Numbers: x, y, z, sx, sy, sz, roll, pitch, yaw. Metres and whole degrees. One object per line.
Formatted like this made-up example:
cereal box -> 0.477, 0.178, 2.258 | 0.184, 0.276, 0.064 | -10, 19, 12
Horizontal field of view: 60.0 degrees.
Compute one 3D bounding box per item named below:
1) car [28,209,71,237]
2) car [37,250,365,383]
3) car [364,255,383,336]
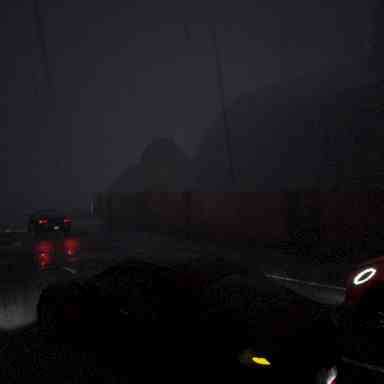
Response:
car -> -8.478, 1.750, 19.659 | 1.812, 1.442, 4.674 | 0, -1, -33
car -> -0.412, 1.565, 4.661 | 4.674, 1.442, 1.812 | -1, 0, 41
car -> 4.780, 1.352, 4.916 | 4.553, 1.767, 2.097 | -1, -1, 37
